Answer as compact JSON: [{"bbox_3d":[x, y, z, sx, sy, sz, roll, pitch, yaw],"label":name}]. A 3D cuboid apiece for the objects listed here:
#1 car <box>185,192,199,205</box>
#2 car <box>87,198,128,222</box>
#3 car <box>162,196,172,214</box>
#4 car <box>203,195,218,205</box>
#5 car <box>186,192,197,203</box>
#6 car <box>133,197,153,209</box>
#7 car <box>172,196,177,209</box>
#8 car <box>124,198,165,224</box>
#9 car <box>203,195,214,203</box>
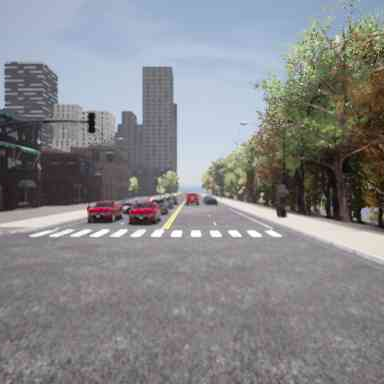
[{"bbox_3d":[0.058,1.130,55.456,2.150,2.045,5.566,0,0,0],"label":"car"},{"bbox_3d":[-6.620,1.437,25.896,1.882,1.535,5.008,0,0,0],"label":"car"},{"bbox_3d":[-3.376,1.450,34.010,1.837,1.490,4.892,0,0,0],"label":"car"},{"bbox_3d":[3.312,1.472,56.149,1.994,1.385,4.181,0,0,0],"label":"car"},{"bbox_3d":[-0.046,1.111,65.993,2.150,2.045,5.566,0,0,0],"label":"car"},{"bbox_3d":[-6.625,1.473,45.748,2.033,1.411,5.357,0,0,0],"label":"car"},{"bbox_3d":[-3.372,1.433,44.164,1.837,1.490,4.892,0,0,0],"label":"car"},{"bbox_3d":[-3.367,1.439,24.519,1.882,1.535,5.008,0,0,0],"label":"car"},{"bbox_3d":[3.204,1.367,66.178,1.882,1.535,5.008,0,0,0],"label":"car"}]
